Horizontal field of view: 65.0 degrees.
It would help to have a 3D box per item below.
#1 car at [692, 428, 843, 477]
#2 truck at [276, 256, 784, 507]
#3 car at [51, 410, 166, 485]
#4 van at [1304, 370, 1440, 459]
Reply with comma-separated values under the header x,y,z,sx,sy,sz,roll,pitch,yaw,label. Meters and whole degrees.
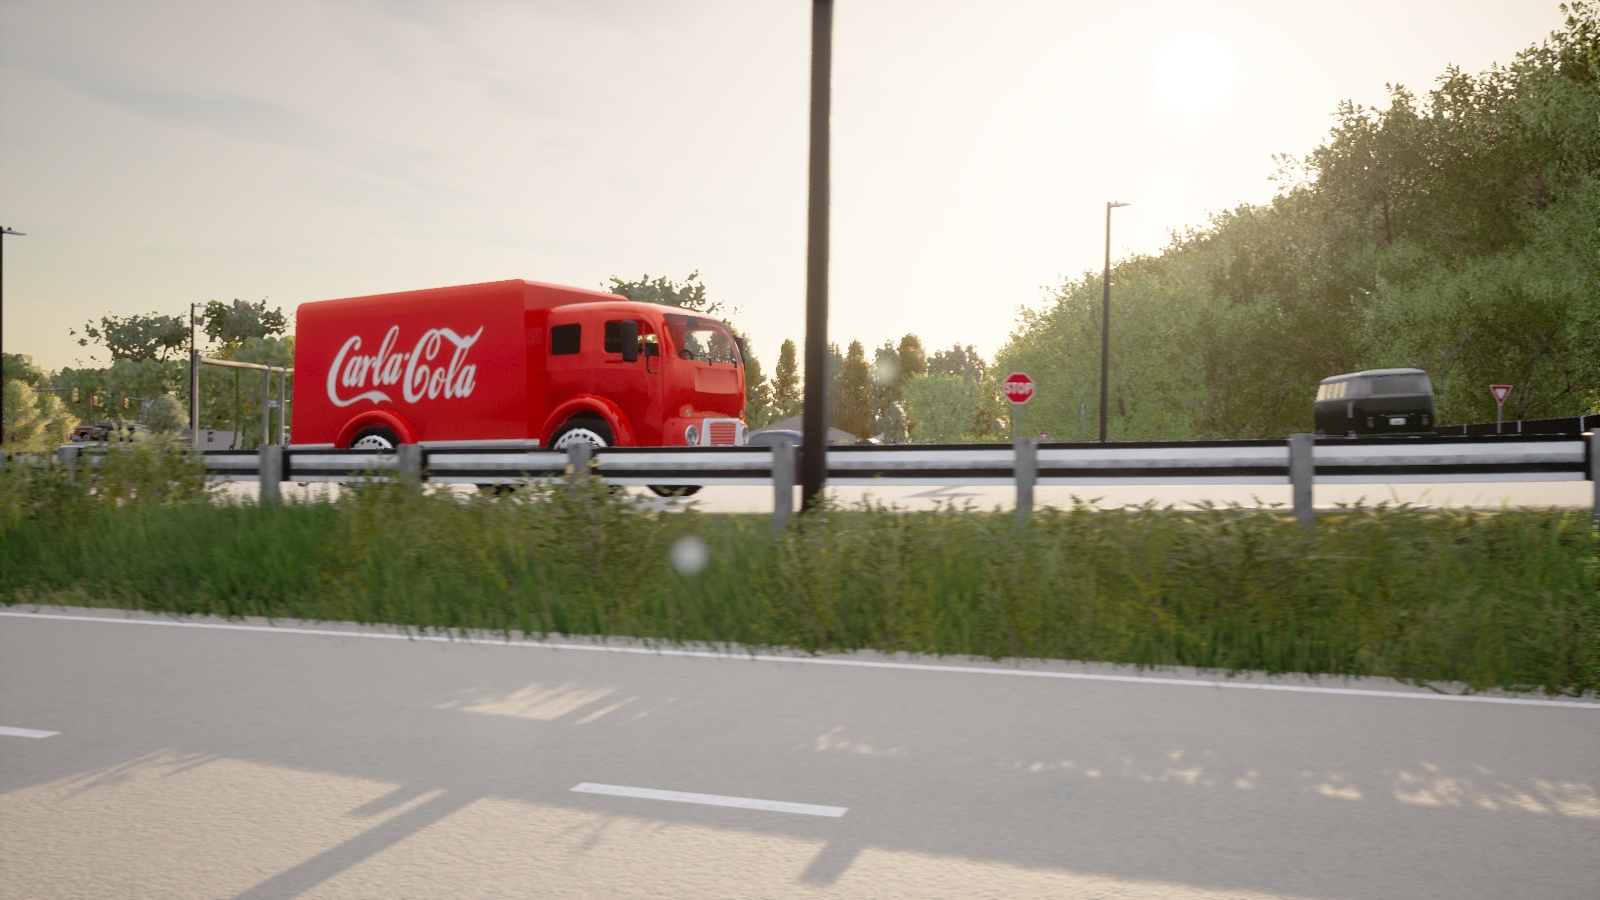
x,y,z,sx,sy,sz,roll,pitch,yaw,label
-1.094,0.077,42.338,4.674,1.442,1.812,-2,0,19,car
-3.127,-0.653,14.616,5.204,2.467,2.627,-1,0,25,truck
-18.549,-0.009,33.900,1.932,1.855,4.605,1,-1,-19,car
14.056,-0.832,31.110,1.775,1.987,4.442,-2,0,7,van
